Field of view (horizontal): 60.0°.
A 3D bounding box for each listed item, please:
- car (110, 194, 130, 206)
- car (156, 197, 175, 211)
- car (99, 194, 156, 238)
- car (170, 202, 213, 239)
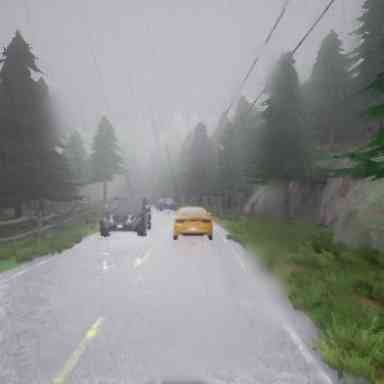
[{"bbox_3d":[-12.661,1.361,58.089,2.150,2.045,5.566,0,0,-25],"label":"car"},{"bbox_3d":[-3.302,1.442,41.569,2.097,1.767,4.553,0,0,-14],"label":"car"},{"bbox_3d":[-3.460,1.264,18.395,2.150,2.045,5.566,0,0,-2],"label":"car"},{"bbox_3d":[0.000,1.514,17.513,1.882,1.535,5.008,0,0,-2],"label":"car"}]
